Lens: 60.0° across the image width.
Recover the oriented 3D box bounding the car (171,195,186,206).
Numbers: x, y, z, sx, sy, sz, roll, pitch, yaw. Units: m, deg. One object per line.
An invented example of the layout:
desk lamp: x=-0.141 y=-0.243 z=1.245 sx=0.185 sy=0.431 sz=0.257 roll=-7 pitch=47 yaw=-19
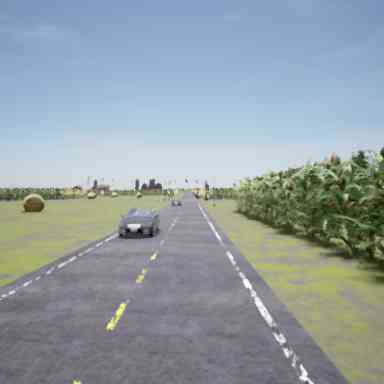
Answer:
car: x=-2.767 y=1.771 z=60.669 sx=2.128 sy=1.511 sz=4.902 roll=0 pitch=0 yaw=1

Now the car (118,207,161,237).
car: x=-2.847 y=1.595 z=18.748 sx=2.128 sy=1.511 sz=4.902 roll=0 pitch=0 yaw=0
